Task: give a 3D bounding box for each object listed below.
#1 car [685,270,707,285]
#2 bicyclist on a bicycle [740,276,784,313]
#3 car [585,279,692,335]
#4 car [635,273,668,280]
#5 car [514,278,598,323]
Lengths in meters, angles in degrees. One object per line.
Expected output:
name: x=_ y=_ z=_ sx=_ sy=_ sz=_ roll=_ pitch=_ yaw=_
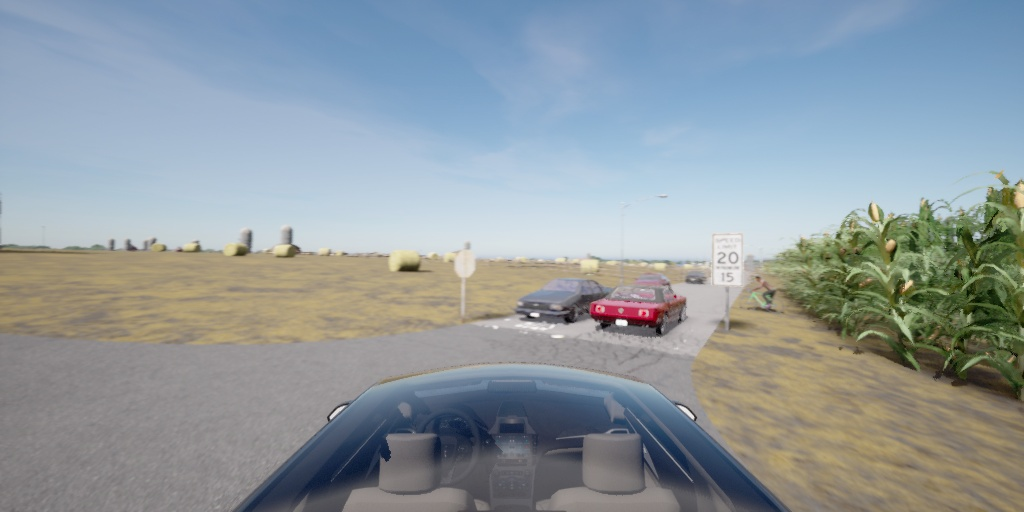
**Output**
car: x=21.186 y=2.412 z=41.155 sx=1.882 sy=1.535 sz=5.008 roll=0 pitch=-2 yaw=35
bicyclist on a bicycle: x=11.245 y=1.722 z=16.141 sx=1.656 sy=1.620 sz=0.582 roll=3 pitch=0 yaw=34
car: x=4.310 y=1.603 z=11.669 sx=1.895 sy=1.301 sz=4.718 roll=0 pitch=-1 yaw=35
car: x=9.334 y=1.869 z=23.924 sx=1.812 sy=1.442 sz=4.674 roll=0 pitch=-1 yaw=34
car: x=2.262 y=1.557 z=13.648 sx=2.033 sy=1.411 sz=5.357 roll=0 pitch=-1 yaw=35
